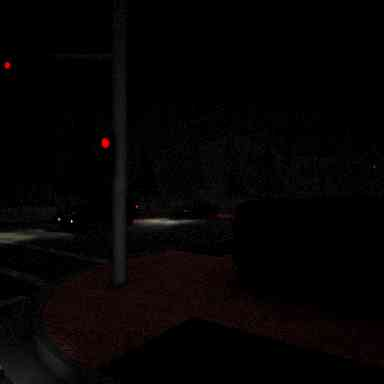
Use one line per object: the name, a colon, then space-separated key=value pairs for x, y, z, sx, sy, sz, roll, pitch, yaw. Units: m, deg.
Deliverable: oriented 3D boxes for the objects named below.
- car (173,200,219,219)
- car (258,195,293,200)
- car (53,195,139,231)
car: x=0.404 y=1.478 z=29.367 sx=1.882 sy=1.535 sz=5.008 roll=0 pitch=0 yaw=39
car: x=6.929 y=1.221 z=26.030 sx=2.150 sy=2.045 sz=5.566 roll=0 pitch=0 yaw=38
car: x=-5.952 y=1.221 z=21.344 sx=2.150 sy=2.045 sz=5.566 roll=0 pitch=0 yaw=38
